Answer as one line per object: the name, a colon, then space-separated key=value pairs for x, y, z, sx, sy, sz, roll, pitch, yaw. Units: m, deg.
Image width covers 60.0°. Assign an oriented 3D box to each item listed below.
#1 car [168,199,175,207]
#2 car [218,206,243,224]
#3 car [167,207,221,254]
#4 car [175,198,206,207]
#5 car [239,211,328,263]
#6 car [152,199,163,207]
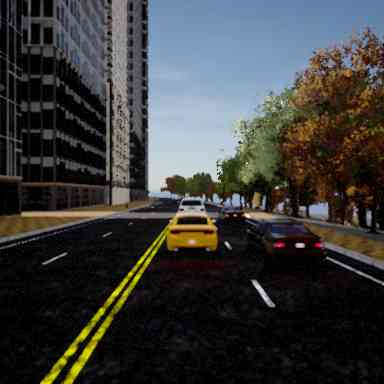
car: x=-3.461 y=2.144 z=64.670 sx=1.837 sy=1.490 sz=4.892 roll=0 pitch=0 yaw=0
car: x=3.257 y=1.832 z=27.520 sx=2.033 sy=1.411 sz=5.357 roll=0 pitch=-1 yaw=0
car: x=0.022 y=1.627 z=14.234 sx=1.882 sy=1.535 sz=5.008 roll=0 pitch=0 yaw=0
car: x=0.006 y=1.510 z=27.553 sx=2.150 sy=2.045 sz=5.566 roll=0 pitch=0 yaw=0
car: x=3.256 y=1.679 z=12.507 sx=2.033 sy=1.411 sz=5.357 roll=0 pitch=-1 yaw=0
car: x=-6.709 y=2.169 z=65.004 sx=1.812 sy=1.442 sz=4.674 roll=0 pitch=0 yaw=-1
